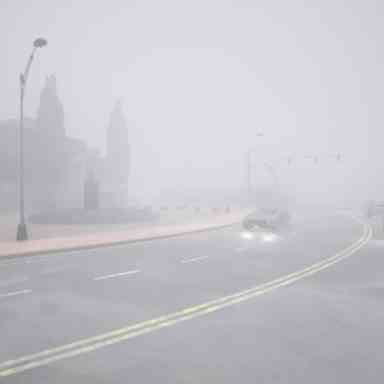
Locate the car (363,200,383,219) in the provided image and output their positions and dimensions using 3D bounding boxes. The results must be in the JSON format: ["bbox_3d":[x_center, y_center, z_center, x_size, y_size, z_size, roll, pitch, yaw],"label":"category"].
[{"bbox_3d":[15.899,1.437,28.544,2.128,1.511,4.902,0,0,22],"label":"car"}]

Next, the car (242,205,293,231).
[{"bbox_3d":[4.870,1.541,20.746,2.033,1.411,5.357,0,0,30],"label":"car"}]

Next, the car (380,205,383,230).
[{"bbox_3d":[10.975,1.562,17.246,1.895,1.301,4.718,0,0,30],"label":"car"}]

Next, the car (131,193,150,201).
[{"bbox_3d":[-12.930,1.520,83.932,1.970,1.475,3.806,0,0,22],"label":"car"}]

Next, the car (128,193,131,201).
[{"bbox_3d":[-15.613,1.295,85.021,1.905,1.878,3.866,0,0,22],"label":"car"}]
